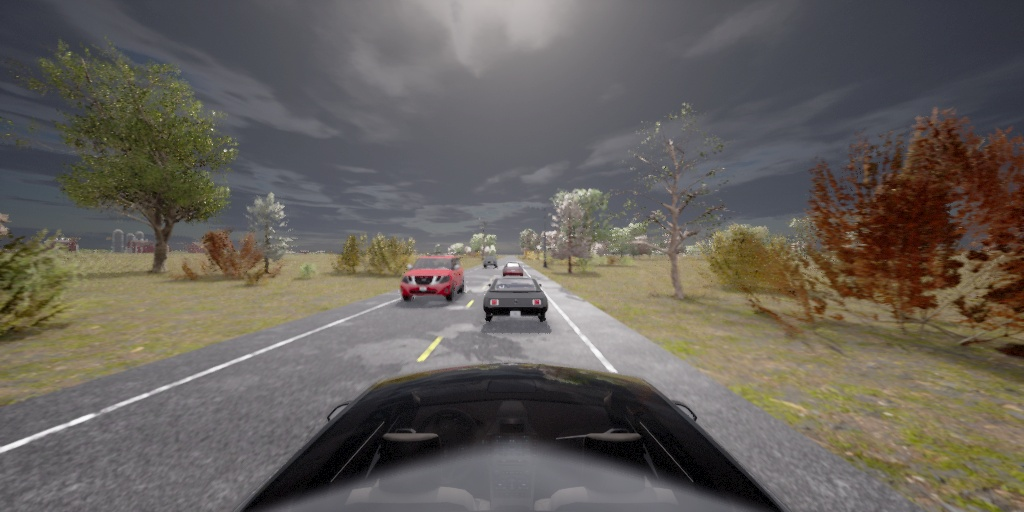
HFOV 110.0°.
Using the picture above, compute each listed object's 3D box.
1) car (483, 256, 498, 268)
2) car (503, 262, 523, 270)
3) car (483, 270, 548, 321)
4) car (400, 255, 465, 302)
[{"bbox_3d":[-3.534,0.954,58.821,2.150,2.045,5.566,0,0,1],"label":"car"},{"bbox_3d":[0.105,1.308,34.904,1.994,1.385,4.181,0,0,0],"label":"car"},{"bbox_3d":[0.103,1.350,12.422,1.895,1.301,4.718,0,0,0],"label":"car"},{"bbox_3d":[-3.598,0.970,17.266,2.150,2.045,5.566,0,0,0],"label":"car"}]
